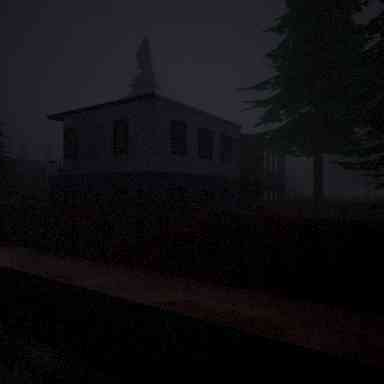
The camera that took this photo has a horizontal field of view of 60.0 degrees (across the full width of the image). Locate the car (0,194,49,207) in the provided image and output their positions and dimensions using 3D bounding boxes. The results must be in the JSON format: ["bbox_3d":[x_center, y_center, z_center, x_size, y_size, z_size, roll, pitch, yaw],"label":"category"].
[{"bbox_3d":[-14.764,1.201,29.609,2.150,2.045,5.566,0,0,27],"label":"car"}]
